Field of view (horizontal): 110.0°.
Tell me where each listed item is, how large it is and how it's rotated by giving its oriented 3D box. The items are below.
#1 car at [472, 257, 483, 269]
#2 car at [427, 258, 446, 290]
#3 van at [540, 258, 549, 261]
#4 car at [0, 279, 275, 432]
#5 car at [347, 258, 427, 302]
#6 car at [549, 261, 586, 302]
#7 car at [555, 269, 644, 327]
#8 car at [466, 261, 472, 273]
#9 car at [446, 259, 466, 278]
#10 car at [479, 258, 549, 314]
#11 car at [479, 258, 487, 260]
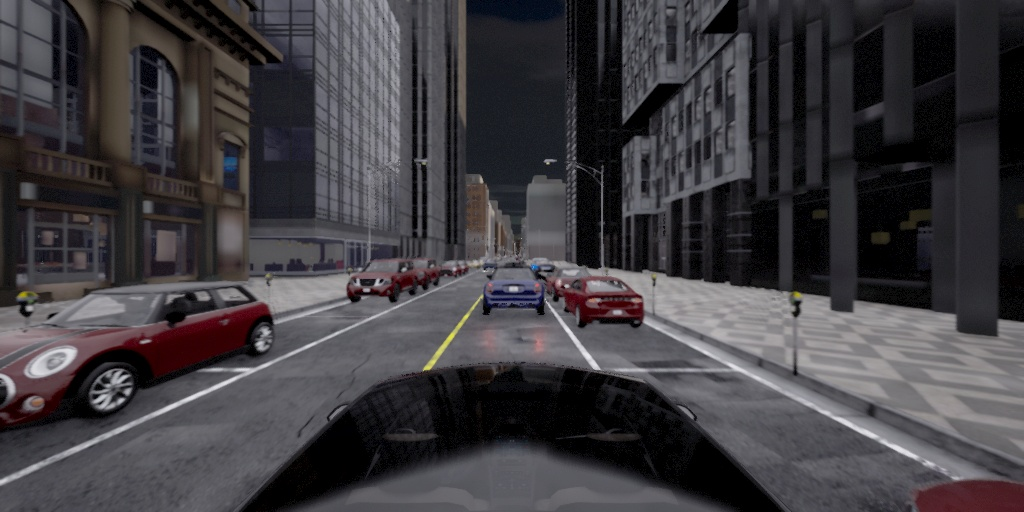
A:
[{"bbox_3d":[-5.860,1.303,56.220,1.751,1.417,4.829,0,0,1],"label":"car"},{"bbox_3d":[-5.858,1.056,22.590,2.192,1.841,5.009,0,0,0],"label":"car"},{"bbox_3d":[2.668,1.085,33.853,1.690,1.789,3.998,0,0,0],"label":"van"},{"bbox_3d":[-5.858,1.188,5.672,1.967,1.591,4.097,0,0,0],"label":"car"},{"bbox_3d":[-5.858,1.058,16.952,2.192,1.841,5.009,0,0,0],"label":"car"},{"bbox_3d":[2.668,1.183,16.937,1.967,1.591,4.097,0,0,0],"label":"car"},{"bbox_3d":[2.667,1.291,11.299,1.888,1.381,4.507,0,0,0],"label":"car"},{"bbox_3d":[-5.857,1.188,39.508,1.967,1.591,4.097,0,0,0],"label":"car"},{"bbox_3d":[-5.857,1.183,33.869,1.967,1.591,4.097,0,0,0],"label":"car"},{"bbox_3d":[0.069,1.096,13.807,2.097,1.767,4.553,0,0,0],"label":"car"},{"bbox_3d":[-3.083,1.314,50.762,2.033,1.411,5.357,0,0,0],"label":"car"}]
